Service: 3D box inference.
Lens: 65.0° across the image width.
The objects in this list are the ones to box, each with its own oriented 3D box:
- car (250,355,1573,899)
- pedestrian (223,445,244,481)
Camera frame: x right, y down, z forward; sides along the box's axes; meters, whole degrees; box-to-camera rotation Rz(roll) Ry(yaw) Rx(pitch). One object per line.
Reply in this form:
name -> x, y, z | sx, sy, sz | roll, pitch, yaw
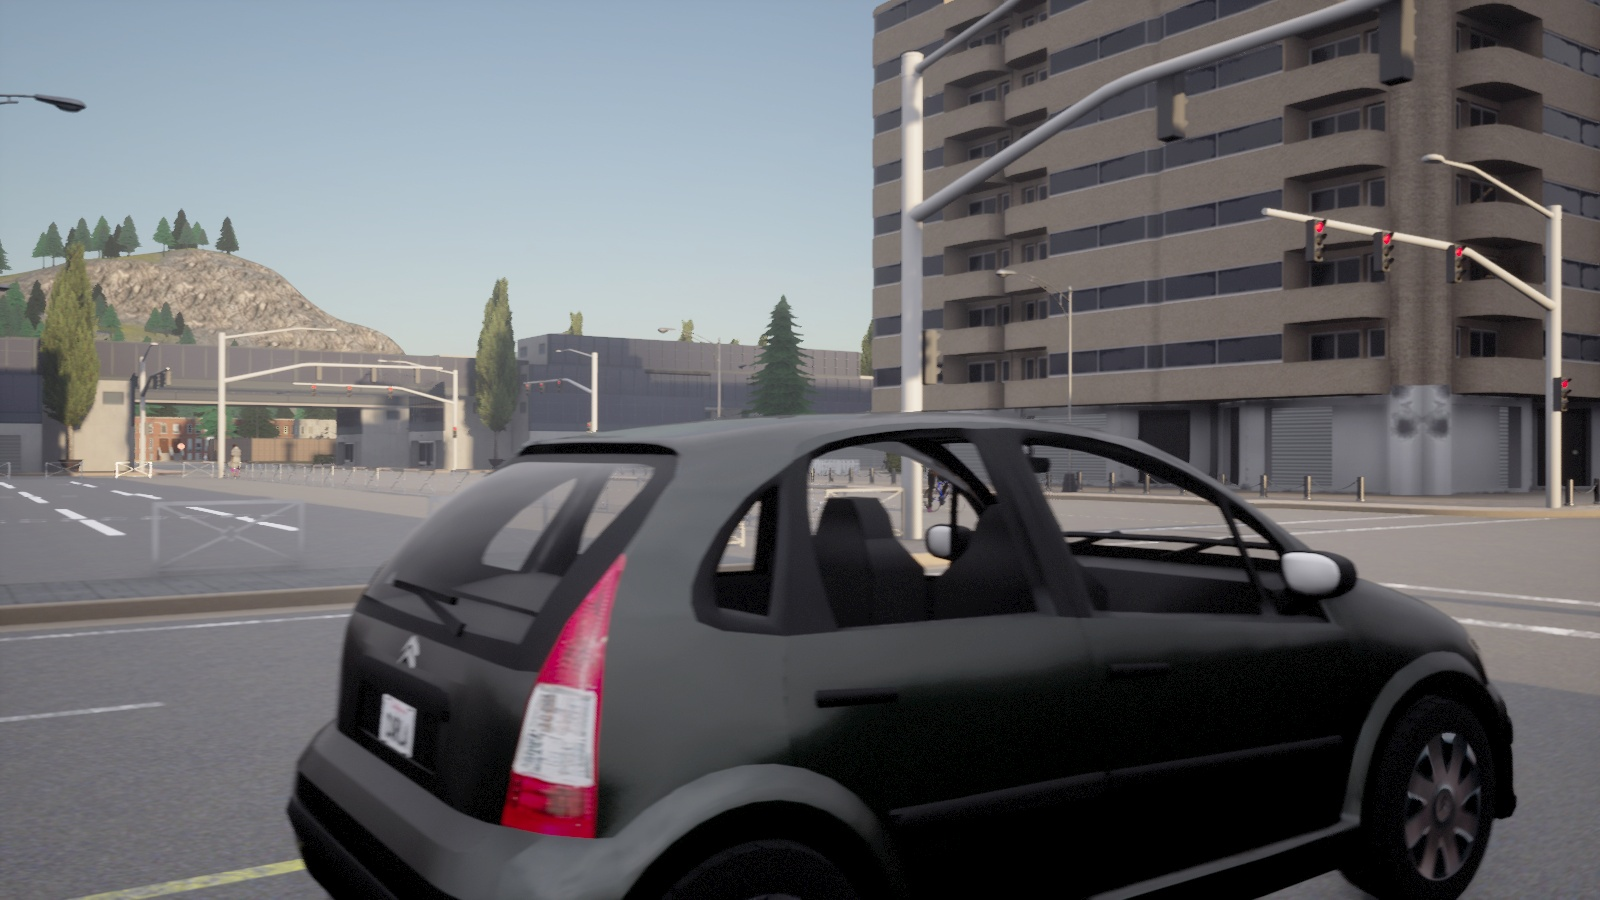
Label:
car -> 0.559, 0.651, 4.048 | 3.988, 1.617, 1.851 | 0, 0, -35
pedestrian -> -30.811, 0.691, 68.295 | 0.873, 1.952, 0.659 | 0, 0, 21
